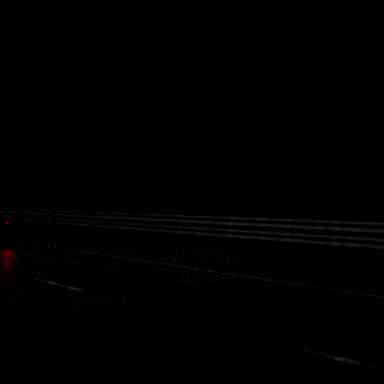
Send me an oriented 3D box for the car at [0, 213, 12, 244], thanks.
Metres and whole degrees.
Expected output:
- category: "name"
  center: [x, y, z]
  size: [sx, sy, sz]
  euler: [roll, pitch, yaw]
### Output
- category: "car"
  center: [-10.774, 1.604, 16.228]
  size: [4.553, 1.767, 2.097]
  euler: [-1, -1, 37]
